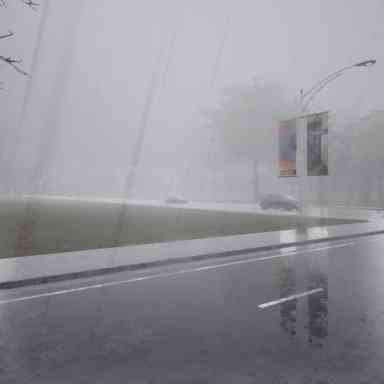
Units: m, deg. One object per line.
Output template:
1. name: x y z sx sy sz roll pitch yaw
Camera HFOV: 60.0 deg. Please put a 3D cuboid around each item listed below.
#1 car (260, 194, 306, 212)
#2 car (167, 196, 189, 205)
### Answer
1. car: 10.353 1.204 38.397 2.150 2.045 5.566 0 0 -36
2. car: -2.395 1.396 55.913 1.882 1.535 5.008 0 0 -36
